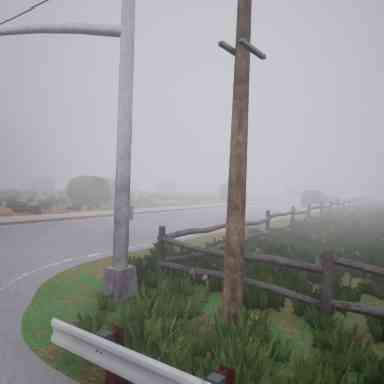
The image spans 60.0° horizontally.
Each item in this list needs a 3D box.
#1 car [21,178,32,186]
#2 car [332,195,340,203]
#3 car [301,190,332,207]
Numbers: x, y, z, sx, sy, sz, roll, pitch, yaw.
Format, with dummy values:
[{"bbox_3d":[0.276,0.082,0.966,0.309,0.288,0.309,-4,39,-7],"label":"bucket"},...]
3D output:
[{"bbox_3d":[-39.128,-2.293,79.215,1.905,1.878,3.866,8,2,-13],"label":"car"},{"bbox_3d":[21.209,1.138,50.697,1.994,1.385,4.181,3,2,33],"label":"car"},{"bbox_3d":[15.455,0.816,41.801,2.150,2.045,5.566,3,2,34],"label":"car"}]
